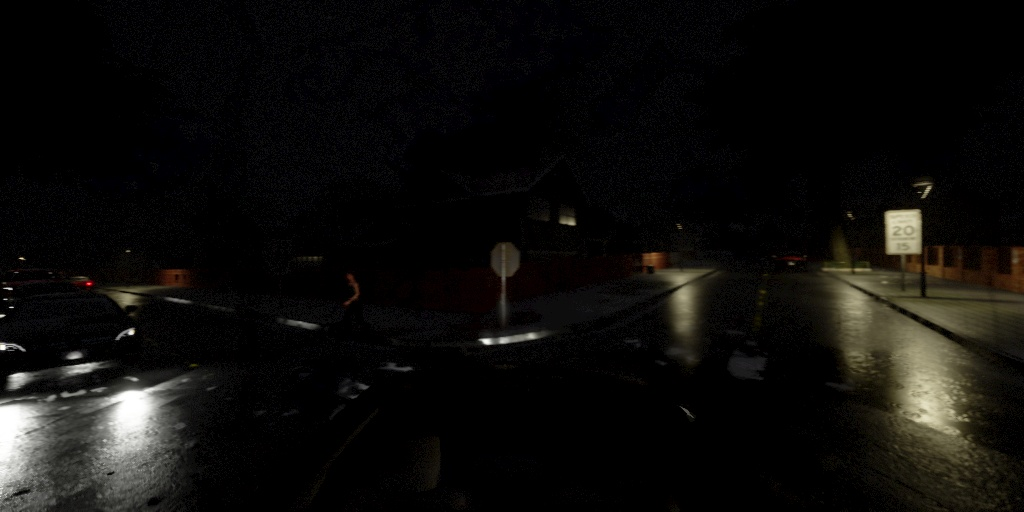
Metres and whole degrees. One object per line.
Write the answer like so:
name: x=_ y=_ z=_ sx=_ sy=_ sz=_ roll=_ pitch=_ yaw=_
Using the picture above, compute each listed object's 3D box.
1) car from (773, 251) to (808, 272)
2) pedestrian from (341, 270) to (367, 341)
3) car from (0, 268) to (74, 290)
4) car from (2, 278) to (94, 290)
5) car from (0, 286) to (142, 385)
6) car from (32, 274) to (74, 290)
car: x=21.631 y=0.363 z=27.922 sx=1.882 sy=1.535 sz=5.008 roll=-1 pitch=1 yaw=35
pedestrian: x=-4.044 y=1.225 z=9.136 sx=0.375 sy=1.860 sz=0.375 roll=-1 pitch=0 yaw=37
car: x=-26.222 y=1.700 z=19.675 sx=5.566 sy=2.045 sz=2.150 roll=-2 pitch=-1 yaw=34
car: x=-17.603 y=1.744 z=13.579 sx=4.892 sy=1.490 sz=1.837 roll=-2 pitch=-1 yaw=36
car: x=-9.563 y=1.528 z=7.681 sx=4.674 sy=1.442 sz=1.812 roll=-2 pitch=-1 yaw=36
car: x=-46.704 y=2.598 z=36.465 sx=5.357 sy=1.411 sz=2.033 roll=-1 pitch=-1 yaw=31
